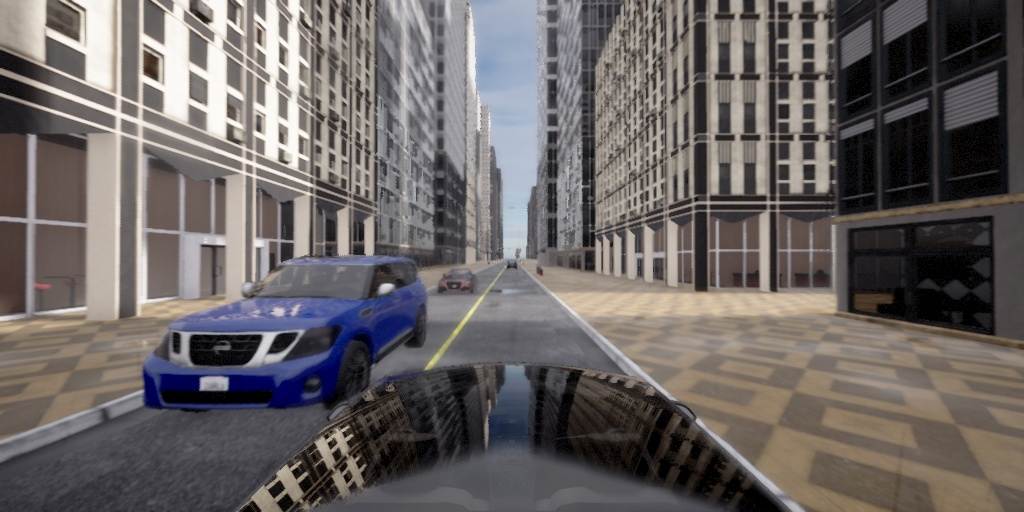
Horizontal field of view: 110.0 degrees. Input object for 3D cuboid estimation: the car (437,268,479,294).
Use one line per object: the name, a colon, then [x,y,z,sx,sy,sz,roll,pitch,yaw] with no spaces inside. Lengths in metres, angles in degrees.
car: [-3.073,1.424,21.082,1.994,1.385,4.181,0,0,0]

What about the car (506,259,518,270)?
car: [0.004,1.592,62.049,1.837,1.490,4.892,0,0,0]

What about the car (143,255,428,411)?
car: [-3.081,1.000,6.491,2.150,2.045,5.566,0,0,0]
